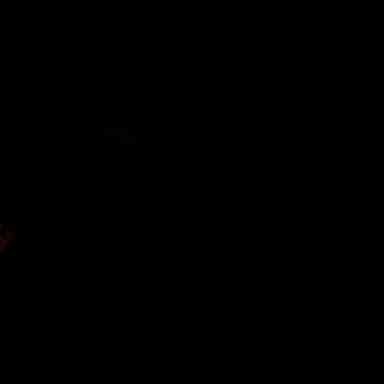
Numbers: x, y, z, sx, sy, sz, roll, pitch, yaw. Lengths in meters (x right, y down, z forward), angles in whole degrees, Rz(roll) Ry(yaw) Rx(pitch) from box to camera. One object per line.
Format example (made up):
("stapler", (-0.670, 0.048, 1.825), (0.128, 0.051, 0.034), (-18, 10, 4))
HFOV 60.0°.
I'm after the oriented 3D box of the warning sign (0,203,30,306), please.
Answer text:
("warning sign", (-3.992, 1.161, 6.338), (1.060, 1.860, 1.300), (-1, -1, 42))
